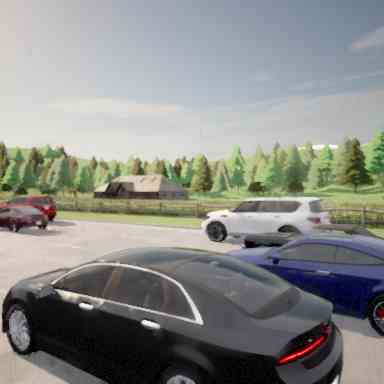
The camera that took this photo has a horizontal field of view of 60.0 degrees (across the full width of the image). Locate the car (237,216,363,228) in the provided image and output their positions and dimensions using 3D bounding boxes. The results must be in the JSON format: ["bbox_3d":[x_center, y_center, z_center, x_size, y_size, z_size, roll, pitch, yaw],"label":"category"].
[{"bbox_3d":[3.868,1.607,9.830,4.718,1.301,1.895,0,0,35],"label":"car"}]

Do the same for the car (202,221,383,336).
[{"bbox_3d":[2.508,1.530,6.504,4.674,1.442,1.812,0,0,35],"label":"car"}]

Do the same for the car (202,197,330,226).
[{"bbox_3d":[3.122,1.235,14.662,5.566,2.045,2.150,0,0,35],"label":"car"}]

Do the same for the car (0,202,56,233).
[{"bbox_3d":[-10.506,1.572,20.060,4.674,1.442,1.812,0,0,35],"label":"car"}]

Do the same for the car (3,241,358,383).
[{"bbox_3d":[-0.662,1.512,4.463,4.892,1.490,1.837,0,0,35],"label":"car"}]

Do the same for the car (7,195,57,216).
[{"bbox_3d":[-12.902,1.280,26.084,5.566,2.045,2.150,0,0,35],"label":"car"}]
